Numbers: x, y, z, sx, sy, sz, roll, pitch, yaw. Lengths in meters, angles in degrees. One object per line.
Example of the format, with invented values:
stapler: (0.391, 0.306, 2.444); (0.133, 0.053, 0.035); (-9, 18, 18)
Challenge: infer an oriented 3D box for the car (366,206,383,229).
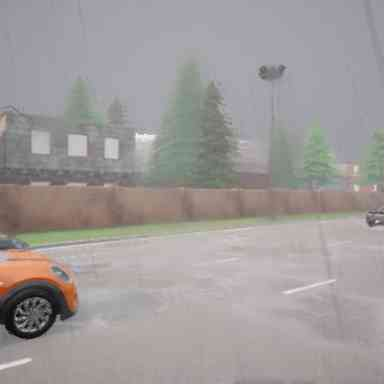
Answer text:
car: (13.393, 1.642, 21.906); (4.902, 1.511, 2.128); (0, 0, -36)

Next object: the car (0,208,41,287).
car: (-6.256, 1.347, 7.882); (4.553, 1.767, 2.097); (1, 0, -36)

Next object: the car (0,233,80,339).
car: (-4.156, 1.347, 5.081); (4.553, 1.767, 2.097); (1, 0, -36)
